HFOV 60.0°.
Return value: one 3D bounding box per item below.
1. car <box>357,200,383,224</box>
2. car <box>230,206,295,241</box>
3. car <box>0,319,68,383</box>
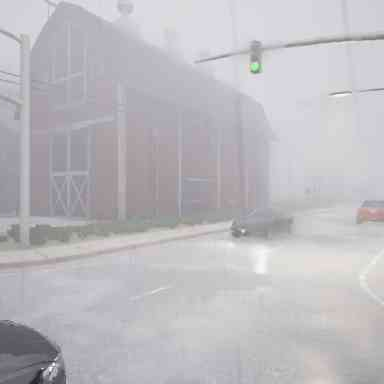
[{"bbox_3d":[13.323,1.354,23.849,2.097,1.767,4.553,0,0,36],"label":"car"},{"bbox_3d":[3.721,1.502,16.856,1.837,1.490,4.892,0,0,36],"label":"car"},{"bbox_3d":[-3.011,1.526,1.599,2.128,1.511,4.902,0,0,36],"label":"car"}]
